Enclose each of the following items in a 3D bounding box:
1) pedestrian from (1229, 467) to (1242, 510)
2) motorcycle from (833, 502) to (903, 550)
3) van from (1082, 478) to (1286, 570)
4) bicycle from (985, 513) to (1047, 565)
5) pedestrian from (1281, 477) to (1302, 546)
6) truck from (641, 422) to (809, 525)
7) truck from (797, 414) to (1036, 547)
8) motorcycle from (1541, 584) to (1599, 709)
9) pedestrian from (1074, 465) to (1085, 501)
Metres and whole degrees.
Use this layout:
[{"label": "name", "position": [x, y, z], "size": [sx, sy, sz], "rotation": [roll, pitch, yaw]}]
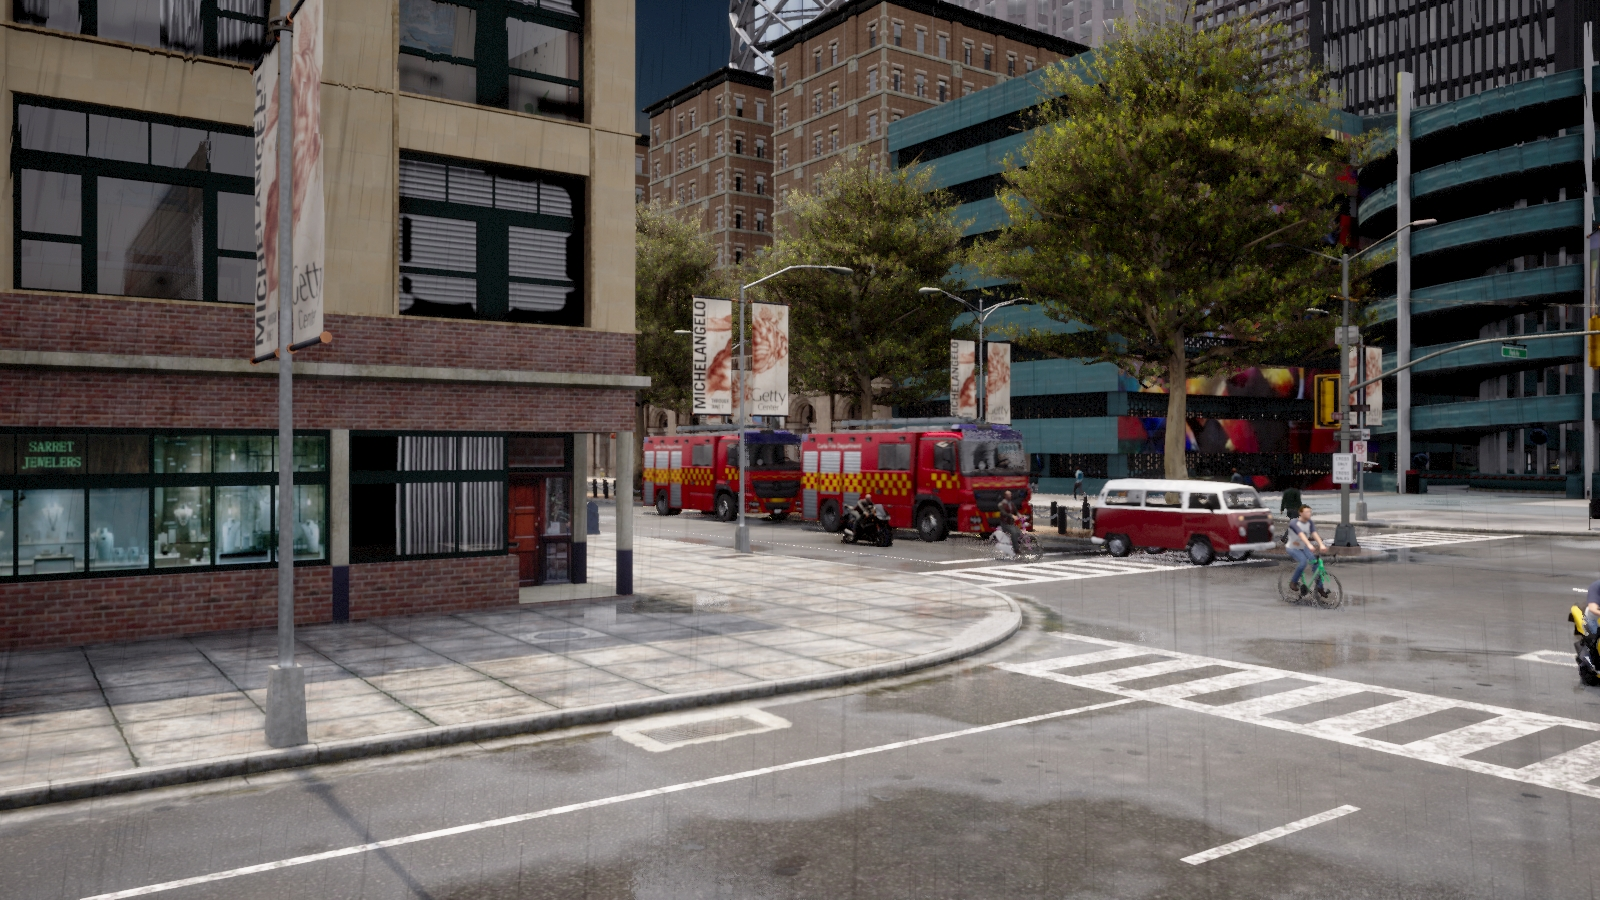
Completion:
[{"label": "pedestrian", "position": [19.113, 1.679, 50.118], "size": [0.375, 1.860, 0.375], "rotation": [0, 0, -30]}, {"label": "motorcycle", "position": [1.962, 2.197, 33.437], "size": [0.867, 1.251, 2.209], "rotation": [0, 0, -35]}, {"label": "van", "position": [9.578, 1.776, 28.823], "size": [2.069, 2.038, 4.480], "rotation": [0, 0, -36]}, {"label": "bicycle", "position": [5.346, 2.202, 28.414], "size": [0.329, 1.171, 1.835], "rotation": [0, 0, -33]}, {"label": "pedestrian", "position": [13.532, 1.692, 31.448], "size": [0.375, 1.860, 0.375], "rotation": [0, 0, -33]}, {"label": "truck", "position": [-3.282, 0.882, 46.926], "size": [2.891, 3.827, 8.468], "rotation": [0, 0, -35]}, {"label": "truck", "position": [3.535, 0.881, 37.267], "size": [2.891, 3.827, 8.468], "rotation": [0, 0, -35]}, {"label": "motorcycle", "position": [9.158, 2.206, 12.831], "size": [0.803, 1.145, 2.033], "rotation": [0, 0, 15]}, {"label": "pedestrian", "position": [14.305, 1.681, 58.526], "size": [0.375, 1.860, 0.375], "rotation": [0, 0, -31]}]
